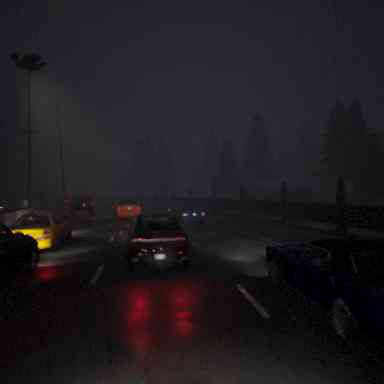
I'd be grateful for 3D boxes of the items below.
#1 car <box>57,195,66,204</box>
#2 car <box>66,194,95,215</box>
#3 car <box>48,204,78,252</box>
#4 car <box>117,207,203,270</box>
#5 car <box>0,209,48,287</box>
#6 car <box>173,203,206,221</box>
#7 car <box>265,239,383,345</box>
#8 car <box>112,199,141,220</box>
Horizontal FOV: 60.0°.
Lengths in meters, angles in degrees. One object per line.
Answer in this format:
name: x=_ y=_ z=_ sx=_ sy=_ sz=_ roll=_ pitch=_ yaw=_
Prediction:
car: x=-17.076 y=1.348 z=45.793 sx=2.150 sy=2.045 sz=5.566 roll=-1 pitch=0 yaw=-31
car: x=-11.292 y=1.300 z=34.017 sx=2.150 sy=2.045 sz=5.566 roll=-1 pitch=0 yaw=-23
car: x=-6.265 y=1.503 z=13.953 sx=1.801 sy=1.575 sz=5.366 roll=-1 pitch=0 yaw=-11
car: x=-1.223 y=1.494 z=11.184 sx=2.128 sy=1.511 sz=4.902 roll=0 pitch=0 yaw=-9
car: x=-5.239 y=1.393 z=7.777 sx=2.097 sy=1.767 sz=4.553 roll=-1 pitch=0 yaw=-8
car: x=-0.535 y=1.534 z=24.389 sx=2.033 sy=1.411 sz=5.357 roll=-1 pitch=0 yaw=-16
car: x=2.990 y=1.568 z=6.457 sx=1.895 sy=1.301 sz=4.718 roll=-1 pitch=0 yaw=-6
car: x=-5.746 y=1.383 z=29.070 sx=2.097 sy=1.767 sz=4.553 roll=-1 pitch=0 yaw=-18
